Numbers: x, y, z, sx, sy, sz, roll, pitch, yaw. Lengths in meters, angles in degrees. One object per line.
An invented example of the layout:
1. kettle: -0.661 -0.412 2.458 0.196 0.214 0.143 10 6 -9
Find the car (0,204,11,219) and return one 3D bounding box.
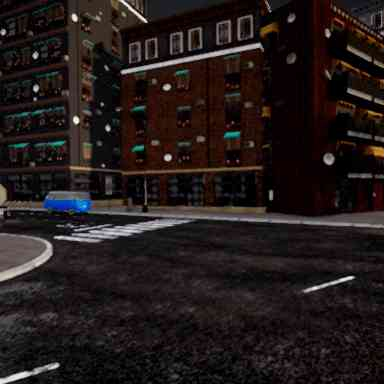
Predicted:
1. car: -14.261 1.056 22.151 4.902 1.511 2.128 1 1 25

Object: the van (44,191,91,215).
1. van: -9.953 0.859 26.539 3.998 1.788 1.690 1 0 25
